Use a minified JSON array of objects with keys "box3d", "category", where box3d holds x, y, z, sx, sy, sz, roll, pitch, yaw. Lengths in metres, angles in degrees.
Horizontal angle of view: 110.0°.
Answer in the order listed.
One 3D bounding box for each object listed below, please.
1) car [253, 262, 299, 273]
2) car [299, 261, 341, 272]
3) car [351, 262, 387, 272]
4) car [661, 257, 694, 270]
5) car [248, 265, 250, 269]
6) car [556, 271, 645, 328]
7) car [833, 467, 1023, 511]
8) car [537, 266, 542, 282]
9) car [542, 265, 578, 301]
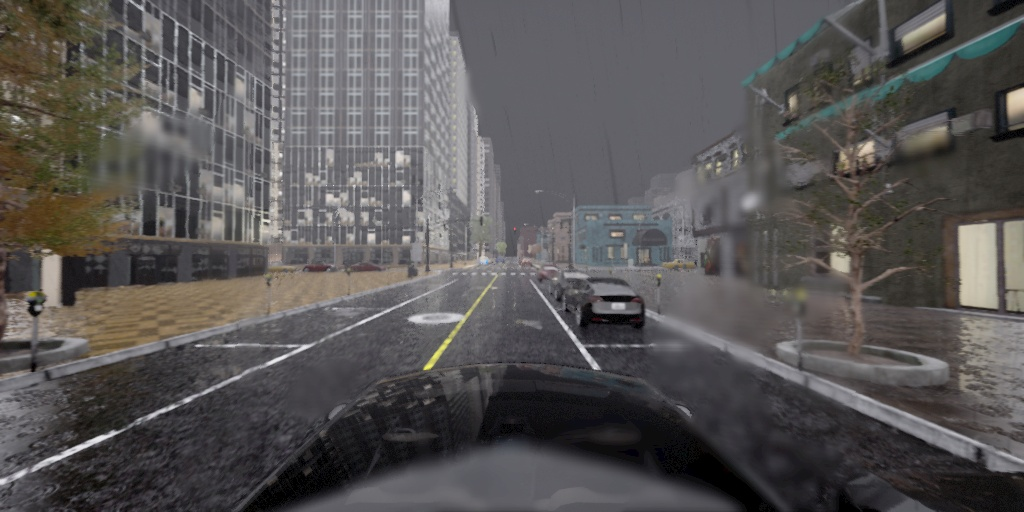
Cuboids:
[{"box3d":[-28.611,1.424,43.842,4.829,1.417,1.751,0,0,1],"category":"car"},{"box3d":[-23.098,1.284,43.789,4.097,1.591,1.967,0,0,1],"category":"car"},{"box3d":[-17.415,1.371,43.733,4.207,1.307,1.802,0,0,1],"category":"car"},{"box3d":[20.694,0.952,43.364,4.829,1.417,1.751,0,0,1],"category":"car"},{"box3d":[-37.151,1.522,46.627,4.902,1.511,2.128,-1,-1,1],"category":"car"},{"box3d":[2.692,1.308,11.178,1.948,1.339,4.313,0,0,0],"category":"car"},{"box3d":[2.692,1.317,0.223,1.948,1.339,4.313,0,0,0],"category":"car"},{"box3d":[2.818,1.310,27.608,1.802,1.307,4.207,0,0,0],"category":"car"},{"box3d":[2.693,1.288,16.656,2.007,1.370,4.403,0,0,0],"category":"car"}]
